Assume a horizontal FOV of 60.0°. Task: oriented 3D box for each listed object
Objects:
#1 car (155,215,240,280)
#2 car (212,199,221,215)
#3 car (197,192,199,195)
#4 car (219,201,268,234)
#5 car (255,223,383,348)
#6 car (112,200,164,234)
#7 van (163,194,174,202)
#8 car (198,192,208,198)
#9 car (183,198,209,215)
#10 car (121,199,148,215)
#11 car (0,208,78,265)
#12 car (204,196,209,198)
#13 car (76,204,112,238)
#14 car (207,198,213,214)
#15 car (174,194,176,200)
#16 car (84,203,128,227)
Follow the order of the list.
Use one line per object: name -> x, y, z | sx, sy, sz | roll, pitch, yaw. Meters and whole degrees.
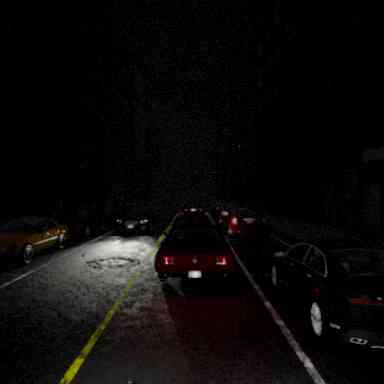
car -> 0.086, 1.586, 9.811 | 1.895, 1.301, 4.718 | 0, 0, 0
car -> 2.707, 1.406, 23.035 | 1.967, 1.590, 4.097 | 0, 0, 0
car -> 3.015, 1.337, 85.805 | 1.967, 1.590, 4.097 | 0, 0, 0
car -> 2.697, 1.414, 17.440 | 1.967, 1.590, 4.097 | 0, 0, 0
car -> 2.677, 1.541, 6.252 | 2.008, 1.369, 4.403 | 0, 0, 0
car -> -3.068, 1.463, 19.060 | 2.128, 1.511, 4.902 | 0, 0, 0
van -> -5.582, 1.250, 74.518 | 1.690, 1.788, 3.998 | 0, 0, 0
car -> 2.944, 1.349, 74.467 | 1.967, 1.590, 4.097 | 0, 0, 0
car -> 0.144, 1.506, 29.521 | 2.033, 1.411, 5.357 | 0, 0, 0
car -> -5.798, 1.504, 34.234 | 2.008, 1.369, 4.403 | 0, 0, 0
car -> -5.839, 1.508, 11.681 | 1.752, 1.417, 4.829 | 0, 0, 0
car -> 2.738, 1.497, 39.817 | 2.008, 1.369, 4.403 | 0, 0, 0
car -> -5.829, 1.519, 17.446 | 1.887, 1.381, 4.507 | 0, 0, 0
car -> 2.728, 1.534, 34.224 | 1.802, 1.307, 4.206 | 0, 0, 0
car -> -5.546, 1.344, 80.186 | 1.967, 1.590, 4.097 | 0, 0, 0
car -> -5.819, 1.511, 23.042 | 1.887, 1.381, 4.507 | 0, 0, 0
